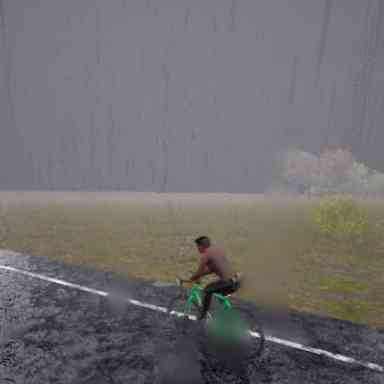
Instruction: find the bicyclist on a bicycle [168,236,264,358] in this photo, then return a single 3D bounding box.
[{"bbox_3d":[0.284,1.474,4.848,1.656,1.620,0.582,0,0,36],"label":"bicyclist on a bicycle"}]
